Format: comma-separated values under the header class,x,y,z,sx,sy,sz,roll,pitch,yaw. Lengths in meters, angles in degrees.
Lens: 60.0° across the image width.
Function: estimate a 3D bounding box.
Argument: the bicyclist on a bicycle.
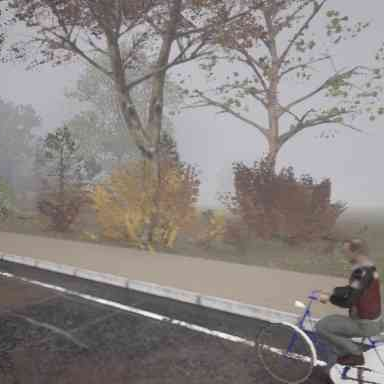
class,x,y,z,sx,sy,sz,roll,pitch,yaw
bicyclist on a bicycle,1.524,1.369,3.548,1.843,1.776,0.659,0,0,35
